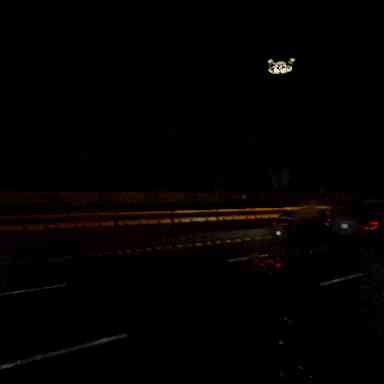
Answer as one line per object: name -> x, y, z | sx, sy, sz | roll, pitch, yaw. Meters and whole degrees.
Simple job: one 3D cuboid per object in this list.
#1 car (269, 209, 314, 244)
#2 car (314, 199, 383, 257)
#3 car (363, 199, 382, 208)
car -> 5.958, 1.643, 16.705 | 4.892, 1.490, 1.837 | 0, 0, -35
car -> 7.753, 1.350, 13.690 | 5.566, 2.045, 2.150 | 0, 0, -35
car -> 34.062, 2.080, 62.681 | 1.882, 1.535, 5.008 | 0, 0, 43
